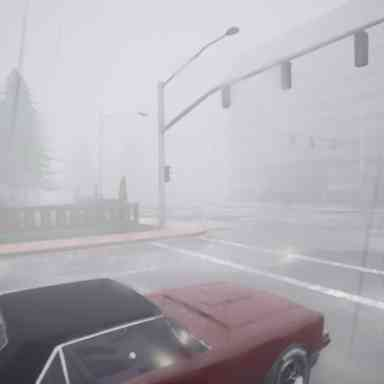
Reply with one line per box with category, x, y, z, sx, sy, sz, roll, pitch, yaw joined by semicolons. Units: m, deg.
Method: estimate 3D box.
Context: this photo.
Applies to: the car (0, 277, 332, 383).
car;-0.734;1.586;3.252;4.718;1.301;1.895;-1;1;-35
